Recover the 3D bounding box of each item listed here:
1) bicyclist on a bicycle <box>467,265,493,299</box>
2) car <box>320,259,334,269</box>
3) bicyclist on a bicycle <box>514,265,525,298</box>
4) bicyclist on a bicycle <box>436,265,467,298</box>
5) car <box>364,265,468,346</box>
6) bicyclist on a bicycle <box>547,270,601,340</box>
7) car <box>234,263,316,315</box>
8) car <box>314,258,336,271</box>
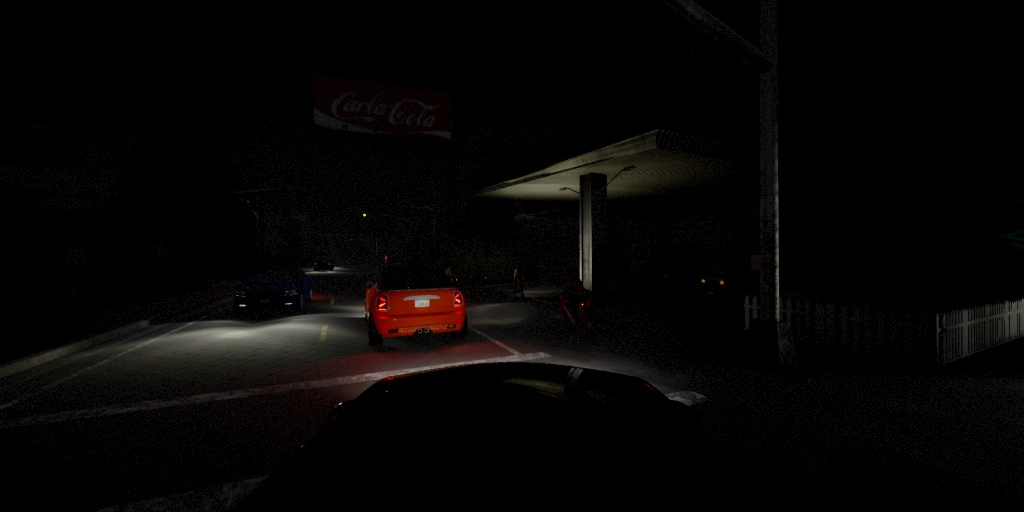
[{"bbox_3d":[-1.741,1.282,17.884,1.656,1.620,0.582,1,0,-23],"label":"bicyclist on a bicycle"},{"bbox_3d":[-28.589,1.200,55.559,1.837,1.490,4.892,0,0,-25],"label":"car"},{"bbox_3d":[0.364,1.283,18.051,0.582,1.620,1.656,0,0,15],"label":"bicyclist on a bicycle"},{"bbox_3d":[-3.014,1.253,16.470,1.656,1.620,0.582,1,0,36],"label":"bicyclist on a bicycle"},{"bbox_3d":[-2.722,1.013,9.456,2.097,1.767,4.553,0,0,-23],"label":"car"},{"bbox_3d":[1.504,1.185,8.866,0.582,1.620,1.656,3,-2,-44],"label":"bicyclist on a bicycle"},{"bbox_3d":[-8.797,1.171,13.542,1.882,1.535,5.008,1,-1,-24],"label":"car"},{"bbox_3d":[-24.451,1.044,46.596,2.097,1.767,4.553,0,0,-25],"label":"car"}]
